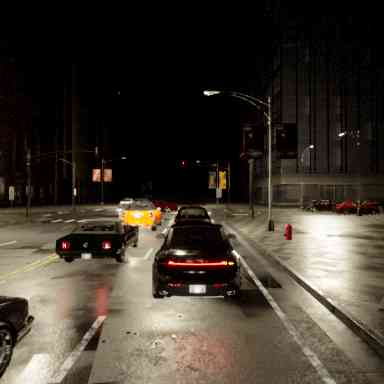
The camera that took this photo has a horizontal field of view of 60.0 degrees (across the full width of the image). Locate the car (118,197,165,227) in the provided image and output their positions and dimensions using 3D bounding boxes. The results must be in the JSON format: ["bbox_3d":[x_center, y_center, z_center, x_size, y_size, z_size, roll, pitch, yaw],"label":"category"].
[{"bbox_3d":[-3.109,1.395,21.050,2.097,1.767,4.553,0,0,0],"label":"car"}]

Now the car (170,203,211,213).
[{"bbox_3d":[0.035,1.509,17.937,1.882,1.535,5.008,0,0,0],"label":"car"}]

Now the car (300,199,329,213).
[{"bbox_3d":[14.612,1.569,37.074,4.892,1.490,1.837,0,-1,-1],"label":"car"}]

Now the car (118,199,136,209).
[{"bbox_3d":[-9.746,1.743,50.463,1.812,1.442,4.674,0,0,0],"label":"car"}]

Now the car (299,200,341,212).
[{"bbox_3d":[15.262,1.661,39.837,4.313,1.339,1.947,0,0,-1],"label":"car"}]

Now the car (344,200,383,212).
[{"bbox_3d":[20.902,1.642,39.914,4.313,1.339,1.947,0,0,-1],"label":"car"}]

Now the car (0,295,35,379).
[{"bbox_3d":[-3.152,1.548,2.269,2.033,1.411,5.357,0,0,0],"label":"car"}]

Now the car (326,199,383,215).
[{"bbox_3d":[15.376,1.576,31.313,4.206,1.307,1.802,0,0,-1],"label":"car"}]

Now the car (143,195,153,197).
[{"bbox_3d":[-9.612,1.600,71.825,2.150,2.045,5.566,0,0,0],"label":"car"}]

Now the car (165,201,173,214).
[{"bbox_3d":[-4.153,1.599,36.742,5.008,1.535,1.882,0,-1,-1],"label":"car"}]

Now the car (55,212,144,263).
[{"bbox_3d":[-3.125,1.615,12.057,1.895,1.301,4.718,0,0,0],"label":"car"}]

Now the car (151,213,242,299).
[{"bbox_3d":[0.114,1.511,8.446,1.837,1.490,4.892,0,0,0],"label":"car"}]
